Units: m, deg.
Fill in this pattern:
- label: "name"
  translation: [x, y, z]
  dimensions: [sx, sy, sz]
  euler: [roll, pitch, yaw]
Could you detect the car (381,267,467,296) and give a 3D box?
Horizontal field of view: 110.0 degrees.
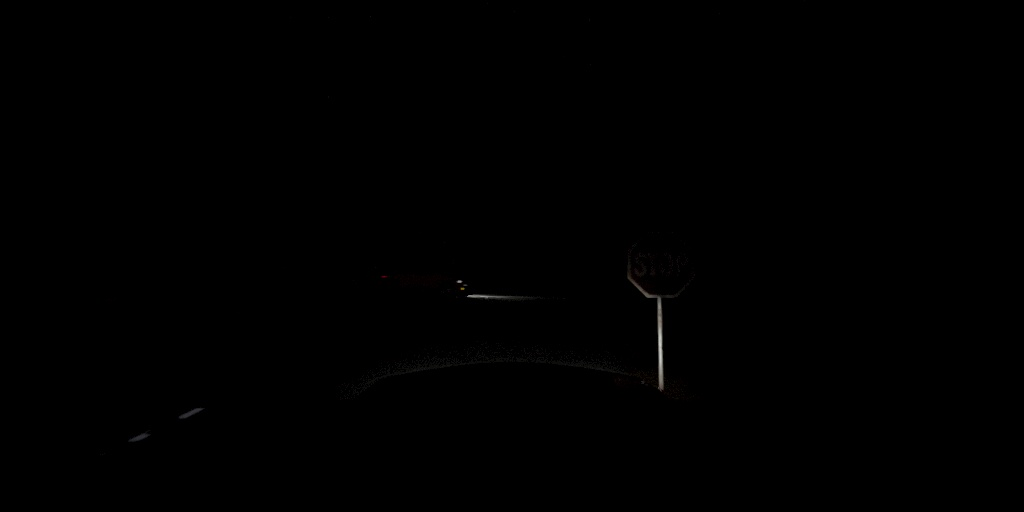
- label: "car"
  translation: [-4.360, 1.237, 18.103]
  dimensions: [4.181, 1.385, 1.994]
  euler: [2, -3, 0]
